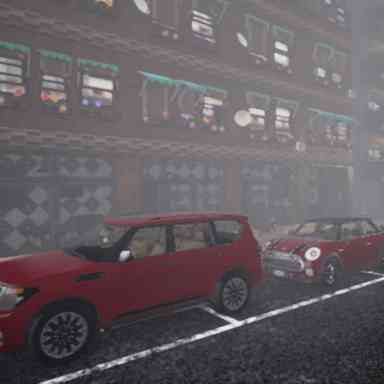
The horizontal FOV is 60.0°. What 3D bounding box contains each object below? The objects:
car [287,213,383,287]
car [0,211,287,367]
[{"bbox_3d":[3.738,1.444,9.240,4.097,1.590,1.967,0,-1,-35],"label":"car"},{"bbox_3d":[-0.874,1.316,5.953,5.009,1.841,2.192,0,-1,-35],"label":"car"}]
